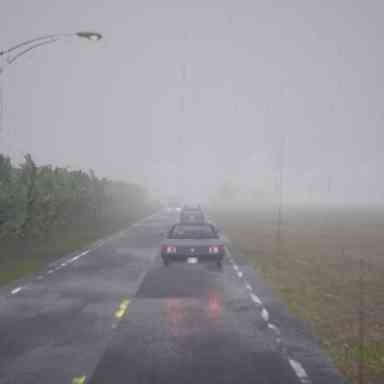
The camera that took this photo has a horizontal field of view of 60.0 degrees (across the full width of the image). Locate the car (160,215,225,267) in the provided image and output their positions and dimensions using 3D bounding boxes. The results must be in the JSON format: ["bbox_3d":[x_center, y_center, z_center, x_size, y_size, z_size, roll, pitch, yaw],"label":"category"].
[{"bbox_3d":[0.040,1.702,11.783,1.895,1.301,4.718,0,0,1],"label":"car"}]

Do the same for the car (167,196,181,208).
[{"bbox_3d":[-3.142,1.679,57.821,2.150,2.045,5.566,0,0,-2],"label":"car"}]

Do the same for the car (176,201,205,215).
[{"bbox_3d":[0.045,1.721,27.381,2.128,1.511,4.902,0,0,1],"label":"car"}]
